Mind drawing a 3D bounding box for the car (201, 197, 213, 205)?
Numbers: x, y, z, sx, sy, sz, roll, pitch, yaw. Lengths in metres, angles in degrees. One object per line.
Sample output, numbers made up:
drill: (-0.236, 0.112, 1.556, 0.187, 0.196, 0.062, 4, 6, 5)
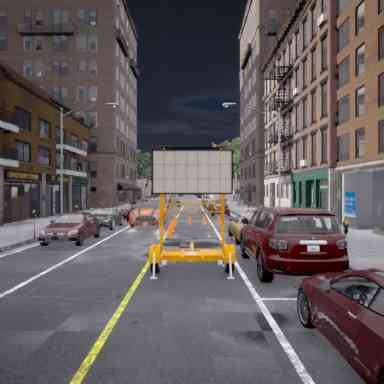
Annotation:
car: (2.685, 1.581, 59.289, 1.947, 1.339, 4.313, 0, 0, 0)

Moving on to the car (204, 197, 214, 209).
car: (2.667, 1.582, 37.216, 1.802, 1.307, 4.206, 0, 0, 0)

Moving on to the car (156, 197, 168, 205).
car: (-5.341, 1.597, 59.294, 1.802, 1.307, 4.206, 0, 0, 0)

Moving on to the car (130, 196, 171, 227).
car: (-2.829, 1.351, 22.388, 2.097, 1.767, 4.553, 0, 0, 0)

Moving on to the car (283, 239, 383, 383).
car: (2.641, 1.582, 4.107, 1.802, 1.307, 4.206, 0, 0, 0)

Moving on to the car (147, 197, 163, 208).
car: (-5.350, 1.532, 48.086, 1.752, 1.417, 4.829, 0, 0, 0)

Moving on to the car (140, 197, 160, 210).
car: (-5.354, 1.443, 42.738, 1.967, 1.590, 4.097, 0, 0, 0)

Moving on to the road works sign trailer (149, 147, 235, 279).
road works sign trailer: (0.008, 0.464, 9.995, 2.380, 3.560, 2.880, 0, 0, 0)

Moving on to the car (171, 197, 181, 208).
car: (-2.708, 1.513, 49.390, 1.837, 1.490, 4.892, 0, 0, 0)

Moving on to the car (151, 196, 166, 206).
car: (-5.345, 1.451, 53.775, 1.967, 1.590, 4.097, 0, 0, 0)

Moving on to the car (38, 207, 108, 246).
car: (-5.375, 1.581, 15.144, 1.802, 1.307, 4.206, 0, 0, 0)

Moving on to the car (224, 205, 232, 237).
car: (2.645, 1.524, 15.311, 1.752, 1.417, 4.829, 0, 0, 0)

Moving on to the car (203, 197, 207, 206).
car: (2.671, 1.528, 42.905, 1.752, 1.417, 4.829, 0, 0, 0)

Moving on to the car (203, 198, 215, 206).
car: (2.680, 1.593, 53.771, 1.802, 1.307, 4.206, 0, 0, 0)

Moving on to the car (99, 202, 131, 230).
car: (-5.371, 1.550, 20.663, 2.008, 1.369, 4.403, 0, 0, 0)

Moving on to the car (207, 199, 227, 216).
car: (2.663, 1.581, 31.698, 1.802, 1.307, 4.206, 0, 0, 0)

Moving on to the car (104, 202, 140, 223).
car: (-5.367, 1.543, 26.182, 1.887, 1.381, 4.507, 0, 0, 0)

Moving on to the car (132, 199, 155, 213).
car: (-5.358, 1.551, 37.219, 2.008, 1.369, 4.403, 0, 0, 0)

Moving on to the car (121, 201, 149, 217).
car: (-5.362, 1.565, 31.701, 1.947, 1.339, 4.313, 0, 0, 0)

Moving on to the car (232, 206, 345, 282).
car: (2.645, 1.314, 9.625, 2.192, 1.841, 5.009, 0, 0, 0)
